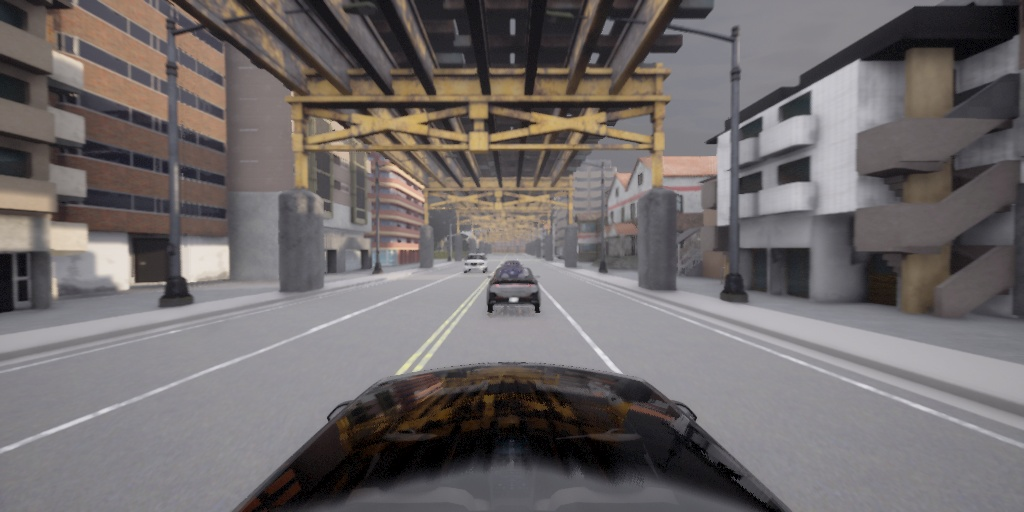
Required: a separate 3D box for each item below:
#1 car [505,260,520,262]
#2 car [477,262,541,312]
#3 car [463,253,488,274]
[{"bbox_3d":[0.035,1.069,30.289,1.812,1.442,4.674,0,0,0],"label":"car"},{"bbox_3d":[0.058,1.154,13.694,2.128,1.511,4.902,0,0,0],"label":"car"},{"bbox_3d":[-3.687,0.714,37.239,2.150,2.045,5.566,0,1,0],"label":"car"}]
